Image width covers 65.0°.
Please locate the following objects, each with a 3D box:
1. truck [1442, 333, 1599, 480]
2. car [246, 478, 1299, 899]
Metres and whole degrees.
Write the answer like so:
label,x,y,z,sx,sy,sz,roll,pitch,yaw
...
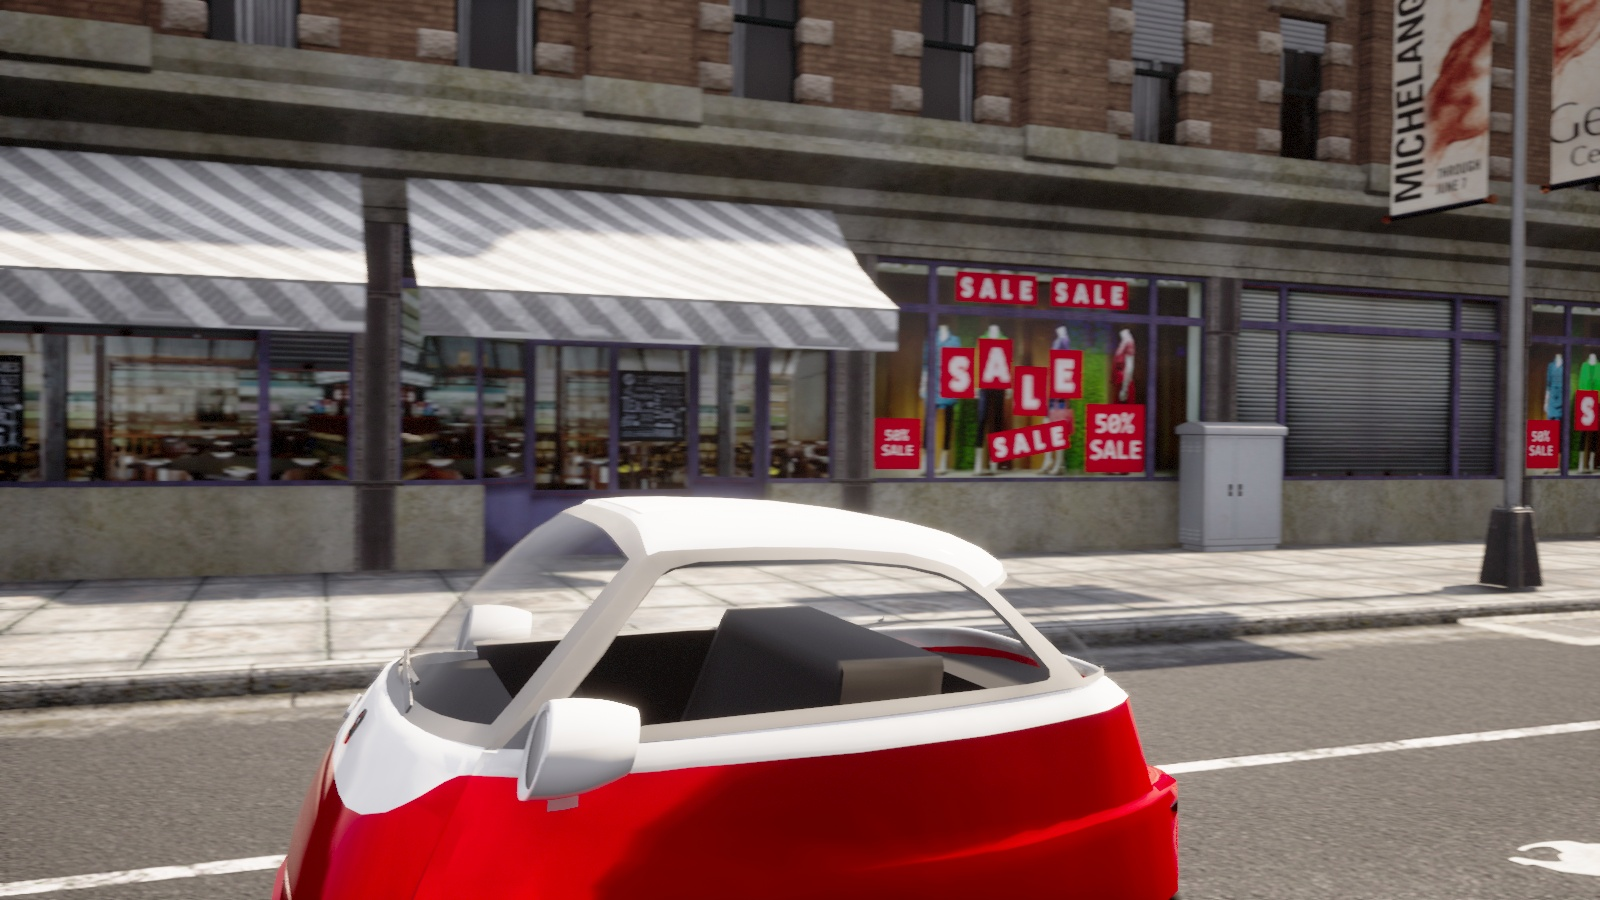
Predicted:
label,x,y,z,sx,sy,sz,roll,pitch,yaw
truck,21.942,-1.155,33.842,2.891,3.827,8.468,-1,1,-21
car,-0.150,0.803,3.183,2.207,1.376,1.481,-1,1,-21
